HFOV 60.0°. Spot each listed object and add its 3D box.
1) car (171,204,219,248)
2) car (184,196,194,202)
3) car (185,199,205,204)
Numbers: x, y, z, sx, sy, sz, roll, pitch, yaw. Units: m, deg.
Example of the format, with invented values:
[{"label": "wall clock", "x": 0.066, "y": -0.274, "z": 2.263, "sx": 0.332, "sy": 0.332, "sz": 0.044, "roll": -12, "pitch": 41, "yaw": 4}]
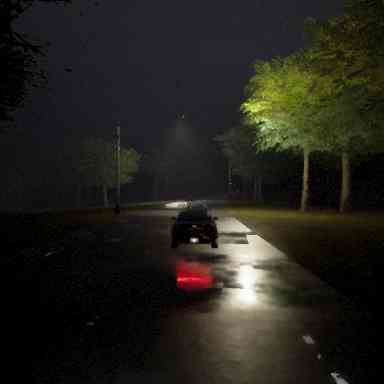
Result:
[{"label": "car", "x": 0.123, "y": 1.511, "z": 14.604, "sx": 1.837, "sy": 1.490, "sz": 4.892, "roll": 0, "pitch": 0, "yaw": 1}, {"label": "car", "x": -0.555, "y": 1.540, "z": 72.788, "sx": 1.812, "sy": 1.442, "sz": 4.674, "roll": 0, "pitch": 0, "yaw": 5}, {"label": "car", "x": 0.495, "y": 1.610, "z": 29.601, "sx": 1.895, "sy": 1.301, "sz": 4.718, "roll": 0, "pitch": 0, "yaw": 2}]
